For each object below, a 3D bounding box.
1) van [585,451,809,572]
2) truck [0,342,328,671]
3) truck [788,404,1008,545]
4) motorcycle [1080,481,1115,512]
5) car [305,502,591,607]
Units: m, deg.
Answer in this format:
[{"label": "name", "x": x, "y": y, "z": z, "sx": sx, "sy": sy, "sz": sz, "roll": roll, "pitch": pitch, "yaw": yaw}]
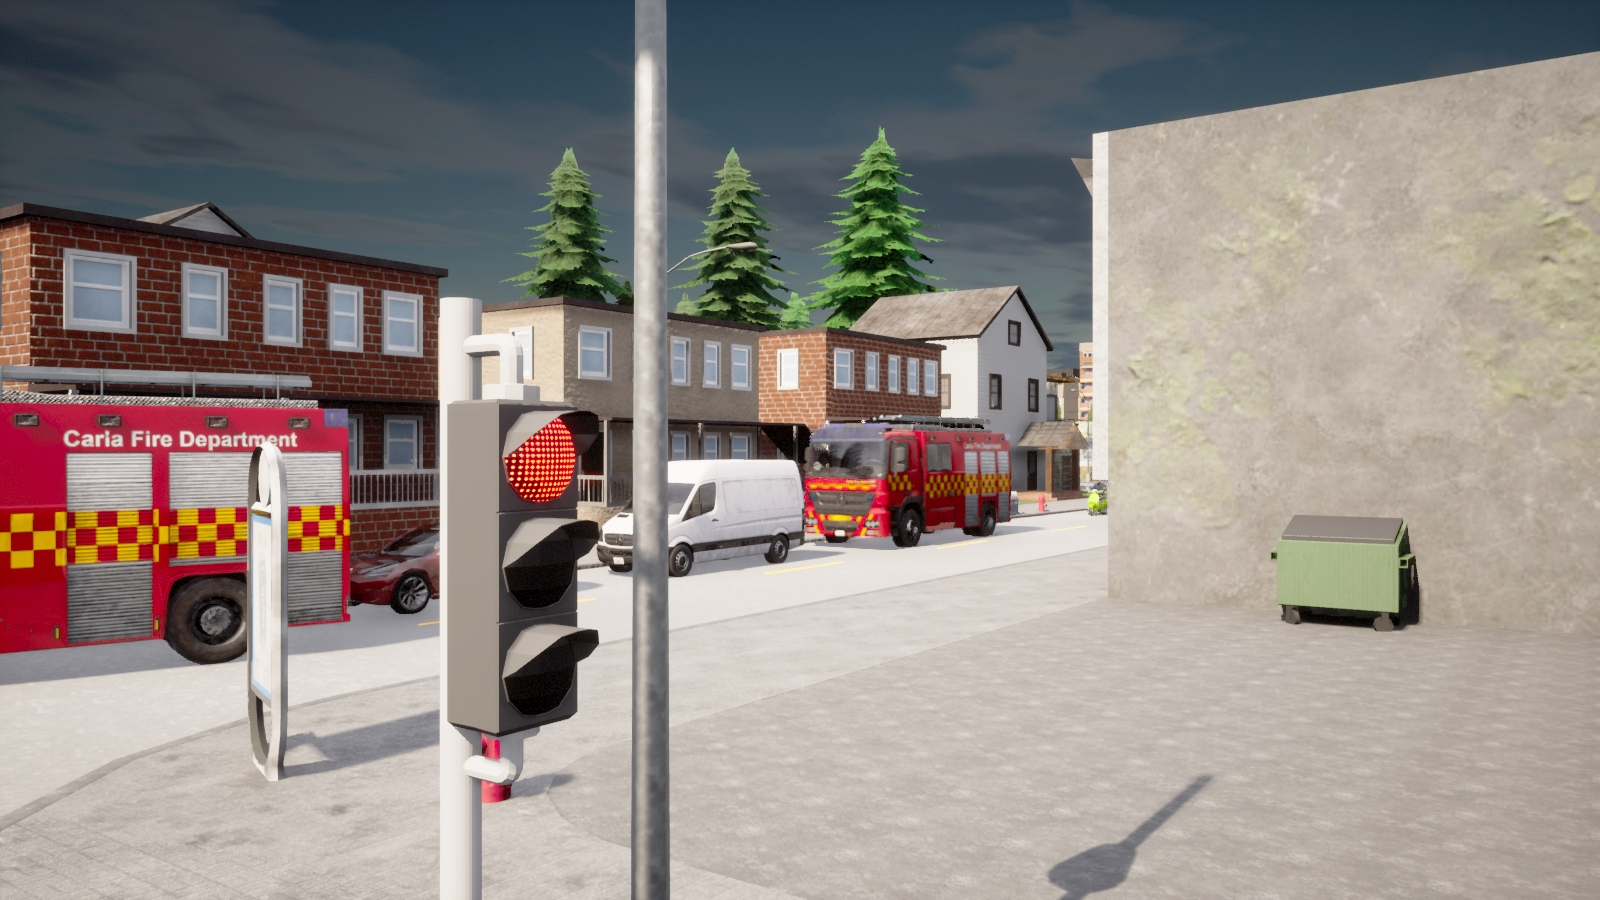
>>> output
[{"label": "van", "x": -2.273, "y": 1.307, "z": 27.238, "sx": 1.988, "sy": 2.561, "sz": 5.915, "roll": 0, "pitch": 0, "yaw": 35}, {"label": "truck", "x": -10.664, "y": 0.661, "z": 14.090, "sx": 8.468, "sy": 3.827, "sz": 2.891, "roll": 0, "pitch": 0, "yaw": -38}, {"label": "truck", "x": 3.268, "y": 0.663, "z": 35.137, "sx": 2.891, "sy": 3.827, "sz": 8.468, "roll": 0, "pitch": 0, "yaw": 35}, {"label": "motorcycle", "x": 12.645, "y": 1.955, "z": 48.521, "sx": 0.856, "sy": 1.236, "sz": 1.805, "roll": 0, "pitch": 0, "yaw": 35}, {"label": "car", "x": -6.411, "y": 1.835, "z": 21.337, "sx": 2.163, "sy": 1.488, "sz": 4.792, "roll": 0, "pitch": 0, "yaw": 35}]
